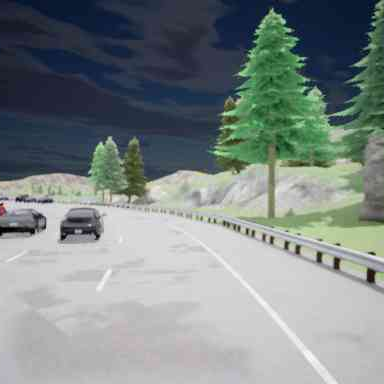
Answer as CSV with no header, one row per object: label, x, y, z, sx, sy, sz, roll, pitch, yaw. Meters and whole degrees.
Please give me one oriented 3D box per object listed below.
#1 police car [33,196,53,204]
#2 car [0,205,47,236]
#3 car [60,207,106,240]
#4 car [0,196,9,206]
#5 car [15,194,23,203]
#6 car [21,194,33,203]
police car,-30.514,1.677,68.944,1.930,1.638,5.238,0,0,-42
car,-9.655,1.639,19.067,1.994,1.385,4.181,0,0,-14
car,-5.683,1.560,17.534,1.837,1.490,4.892,0,0,-12
car,-14.150,1.323,22.434,2.150,2.045,5.566,0,0,-17
car,-41.112,1.543,80.825,2.150,2.045,5.566,0,0,-42
car,-37.097,1.819,76.325,1.812,1.442,4.674,0,0,-42
